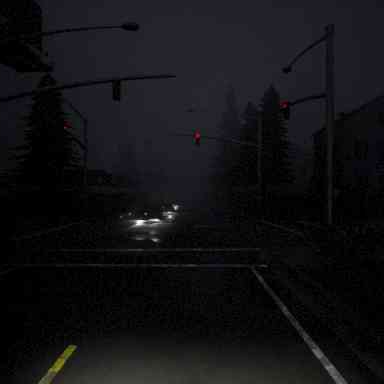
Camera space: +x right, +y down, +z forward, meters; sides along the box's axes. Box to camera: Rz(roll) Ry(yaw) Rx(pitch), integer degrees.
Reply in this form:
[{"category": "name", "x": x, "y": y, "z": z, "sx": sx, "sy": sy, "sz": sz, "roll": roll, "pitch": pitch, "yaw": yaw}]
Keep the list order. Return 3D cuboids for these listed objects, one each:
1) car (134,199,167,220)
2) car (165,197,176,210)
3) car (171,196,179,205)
[{"category": "car", "x": -3.558, "y": 1.552, "z": 27.953, "sx": 1.994, "sy": 1.385, "sz": 4.181, "roll": 0, "pitch": -1, "yaw": 2}, {"category": "car", "x": -3.470, "y": 1.601, "z": 42.696, "sx": 1.895, "sy": 1.301, "sz": 4.718, "roll": 0, "pitch": 0, "yaw": 0}, {"category": "car", "x": -3.328, "y": 1.532, "z": 59.440, "sx": 2.128, "sy": 1.511, "sz": 4.902, "roll": 0, "pitch": 0, "yaw": 0}]
